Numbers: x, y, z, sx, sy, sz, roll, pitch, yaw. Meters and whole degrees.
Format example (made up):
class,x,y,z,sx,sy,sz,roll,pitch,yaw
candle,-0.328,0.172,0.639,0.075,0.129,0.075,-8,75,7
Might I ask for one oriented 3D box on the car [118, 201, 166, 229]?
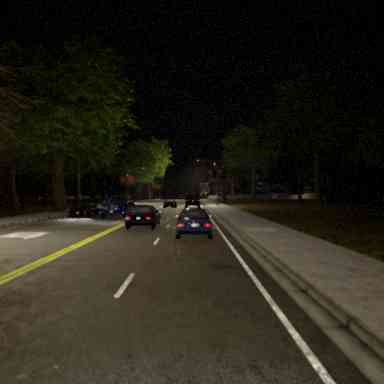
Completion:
class,x,y,z,sx,sy,sz,roll,pitch,yaw
car,-3.148,1.582,21.998,2.033,1.411,5.357,0,0,0

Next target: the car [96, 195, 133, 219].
class,x,y,z,sx,sy,sz,roll,pitch,yaw
car,-6.594,1.276,29.987,2.150,2.045,5.566,0,0,0

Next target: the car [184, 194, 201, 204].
class,x,y,z,sx,sy,sz,roll,pitch,yaw
car,0.103,1.336,48.117,2.150,2.045,5.566,0,0,0

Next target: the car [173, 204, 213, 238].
class,x,y,z,sx,sy,sz,roll,pitch,yaw
car,0.099,1.574,17.725,2.033,1.411,5.357,0,0,0

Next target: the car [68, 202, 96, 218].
class,x,y,z,sx,sy,sz,roll,pitch,yaw
car,-9.842,1.617,30.624,1.994,1.385,4.181,0,0,0

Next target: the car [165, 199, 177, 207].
class,x,y,z,sx,sy,sz,roll,pitch,yaw
car,-3.148,1.721,49.226,1.895,1.301,4.718,0,0,0
